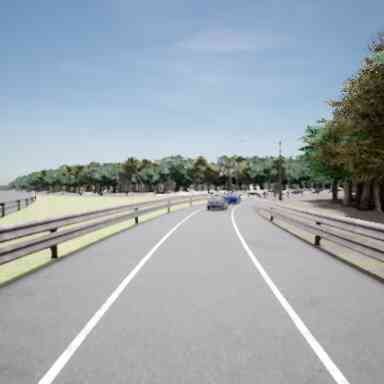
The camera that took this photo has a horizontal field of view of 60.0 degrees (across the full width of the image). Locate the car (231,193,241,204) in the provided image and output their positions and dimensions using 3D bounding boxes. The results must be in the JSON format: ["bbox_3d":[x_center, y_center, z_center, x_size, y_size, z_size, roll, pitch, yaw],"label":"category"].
[{"bbox_3d":[5.952,0.907,48.482,1.882,1.535,5.008,1,1,18],"label":"car"}]

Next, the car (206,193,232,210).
[{"bbox_3d":[2.744,1.155,35.613,2.033,1.411,5.357,0,1,12],"label":"car"}]
